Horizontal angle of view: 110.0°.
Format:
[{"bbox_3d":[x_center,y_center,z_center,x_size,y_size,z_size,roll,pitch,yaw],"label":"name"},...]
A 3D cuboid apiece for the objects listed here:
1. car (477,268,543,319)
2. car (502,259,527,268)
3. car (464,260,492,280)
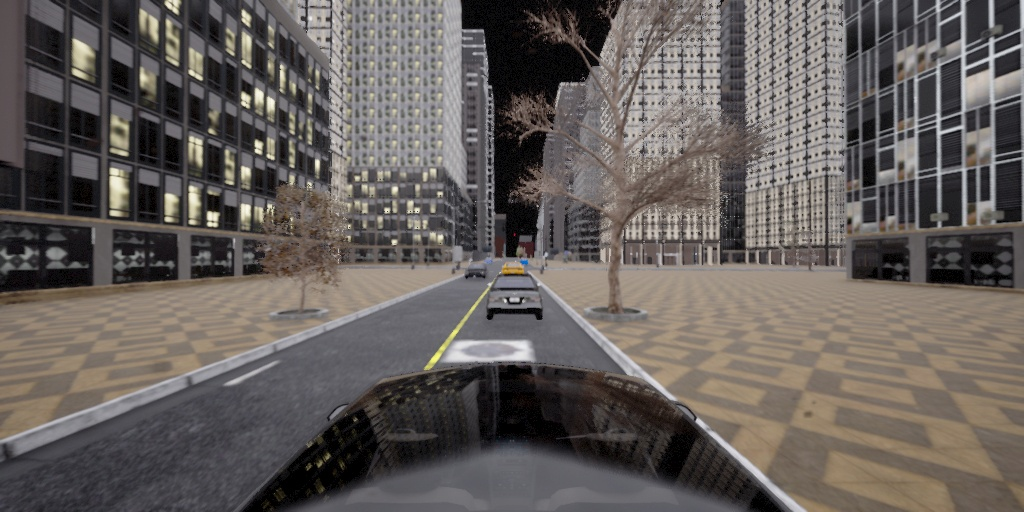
[{"bbox_3d":[0.084,1.318,12.918,2.033,1.411,5.357,0,0,0],"label":"car"},{"bbox_3d":[0.089,1.281,32.343,1.882,1.535,5.008,0,0,0],"label":"car"},{"bbox_3d":[-3.089,1.351,32.321,2.033,1.411,5.357,0,0,0],"label":"car"}]
